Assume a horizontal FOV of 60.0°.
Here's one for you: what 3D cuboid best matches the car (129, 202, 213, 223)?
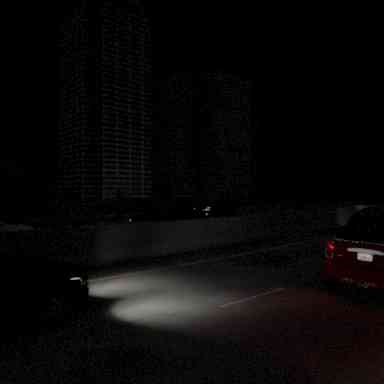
[{"bbox_3d":[-1.390,1.599,21.228,5.357,1.411,2.033,0,0,-43],"label":"car"}]

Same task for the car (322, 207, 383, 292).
[{"bbox_3d":[5.189,1.363,8.231,4.553,1.767,2.097,0,0,-40],"label":"car"}]

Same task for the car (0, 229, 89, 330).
[{"bbox_3d":[-4.071,1.545,5.296,4.674,1.442,1.812,0,0,-35],"label":"car"}]

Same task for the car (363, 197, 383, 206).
[{"bbox_3d":[31.686,1.626,57.583,5.357,1.411,2.033,0,0,-44],"label":"car"}]

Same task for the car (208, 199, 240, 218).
[{"bbox_3d":[2.151,1.416,29.385,4.553,1.767,2.097,0,0,-44],"label":"car"}]

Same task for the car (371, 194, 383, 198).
[{"bbox_3d":[28.150,1.287,49.410,5.566,2.045,2.150,0,0,-43],"label":"car"}]

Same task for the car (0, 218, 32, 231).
[{"bbox_3d":[-7.945,1.565,11.374,4.674,1.442,1.812,0,0,-36],"label":"car"}]

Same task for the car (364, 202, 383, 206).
[{"bbox_3d":[9.771,1.502,17.088,5.008,1.535,1.882,0,0,-43],"label":"car"}]

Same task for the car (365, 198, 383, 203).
[{"bbox_3d":[22.511,1.654,39.199,4.718,1.301,1.895,0,0,-44],"label":"car"}]
